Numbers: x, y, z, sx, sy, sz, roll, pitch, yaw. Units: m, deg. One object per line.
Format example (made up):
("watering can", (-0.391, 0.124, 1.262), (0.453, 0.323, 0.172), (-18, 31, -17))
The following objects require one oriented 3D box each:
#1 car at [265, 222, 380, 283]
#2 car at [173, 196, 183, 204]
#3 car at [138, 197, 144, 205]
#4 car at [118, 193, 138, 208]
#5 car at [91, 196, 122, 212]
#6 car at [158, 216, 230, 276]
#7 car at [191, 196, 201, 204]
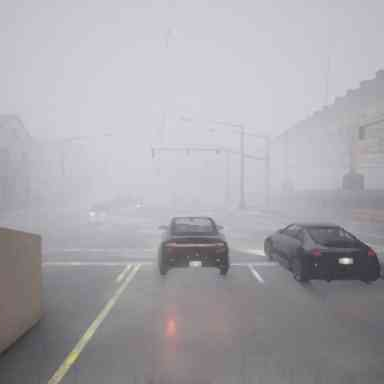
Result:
("car", (3.509, 1.566, 9.718), (1.994, 1.385, 4.181), (0, 0, -2))
("car", (-2.672, 1.557, 63.801), (2.033, 1.411, 5.357), (0, 0, 1))
("car", (-9.806, 1.573, 59.659), (1.994, 1.385, 4.181), (0, 0, 2))
("car", (-10.113, 1.229, 49.687), (2.150, 2.045, 5.566), (0, 0, 2))
("car", (-10.368, 1.553, 39.755), (2.033, 1.411, 5.357), (0, 0, 2))
("car", (-0.014, 1.494, 10.328), (2.128, 1.511, 4.902), (0, 0, -2))
("car", (0.827, 1.558, 63.714), (2.033, 1.411, 5.357), (0, 0, 1))
